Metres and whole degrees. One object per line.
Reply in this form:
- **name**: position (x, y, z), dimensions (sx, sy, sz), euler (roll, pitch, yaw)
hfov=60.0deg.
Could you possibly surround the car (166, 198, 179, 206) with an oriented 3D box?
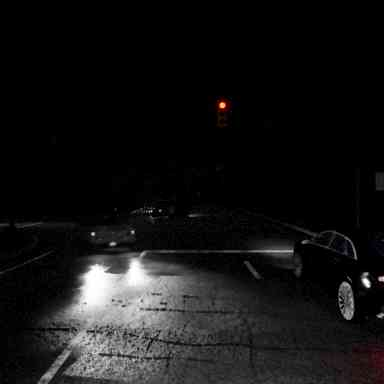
- **car**: position (-4.197, 2.055, 70.524), dimensions (1.882, 1.535, 5.008), euler (0, -1, -16)

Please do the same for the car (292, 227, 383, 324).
- **car**: position (3.583, 1.492, 7.098), dimensions (2.128, 1.511, 4.902), euler (0, 0, 1)

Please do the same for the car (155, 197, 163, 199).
- **car**: position (-4.071, 1.596, 42.803), dimensions (1.812, 1.442, 4.674), euler (0, -1, -3)

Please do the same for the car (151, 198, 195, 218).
- **car**: position (-1.791, 1.565, 29.898), dimensions (1.994, 1.385, 4.181), euler (0, 0, 27)

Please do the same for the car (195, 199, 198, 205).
- **car**: position (-0.091, 2.116, 68.500), dimensions (1.895, 1.301, 4.718), euler (0, -1, -13)

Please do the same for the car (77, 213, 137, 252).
- **car**: position (-3.765, 1.601, 14.245), dimensions (1.895, 1.301, 4.718), euler (0, 0, -24)

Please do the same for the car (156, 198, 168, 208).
- **car**: position (-4.864, 1.740, 53.062), dimensions (1.812, 1.442, 4.674), euler (0, -1, -6)

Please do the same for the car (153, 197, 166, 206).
- **car**: position (-6.280, 1.779, 63.051), dimensions (2.097, 1.767, 4.553), euler (0, -1, -10)
